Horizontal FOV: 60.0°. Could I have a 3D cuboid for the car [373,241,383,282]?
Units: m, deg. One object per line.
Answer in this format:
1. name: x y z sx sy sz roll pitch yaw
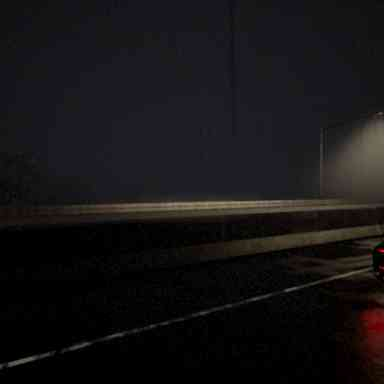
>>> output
1. car: 6.437 1.486 8.340 4.892 1.490 1.837 0 0 -35
